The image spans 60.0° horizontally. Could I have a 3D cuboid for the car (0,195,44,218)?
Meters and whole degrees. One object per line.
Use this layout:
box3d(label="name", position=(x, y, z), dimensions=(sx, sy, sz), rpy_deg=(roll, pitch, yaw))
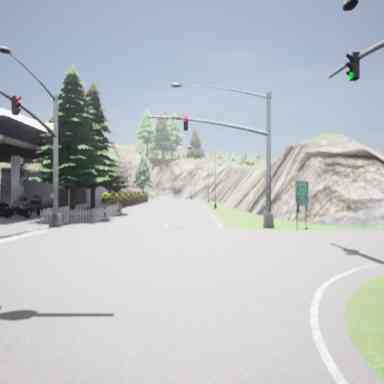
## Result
box3d(label="car", position=(-14.456, 1.210, 28.882), dimensions=(1.905, 1.878, 3.866), rpy_deg=(0, 0, -1))
